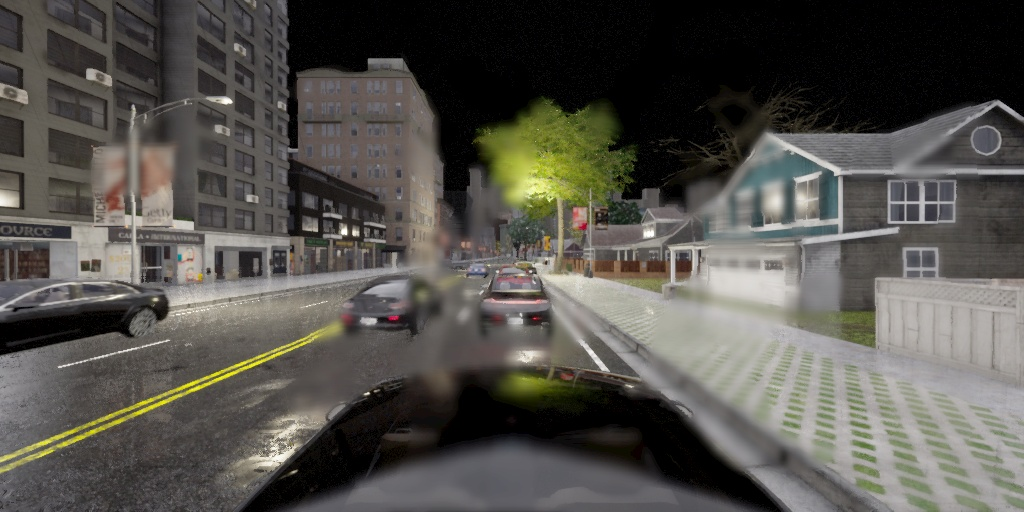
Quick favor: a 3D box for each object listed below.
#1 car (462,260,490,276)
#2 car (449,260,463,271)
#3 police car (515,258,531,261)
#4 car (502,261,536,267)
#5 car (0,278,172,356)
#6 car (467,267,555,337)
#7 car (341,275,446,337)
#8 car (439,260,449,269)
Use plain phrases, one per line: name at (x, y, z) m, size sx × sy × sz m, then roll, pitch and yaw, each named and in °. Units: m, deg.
car at (-3.118, 1.269, 33.805) m, size 2.033 × 1.411 × 5.357 m, roll 0°, pitch 0°, yaw 0°
car at (-6.554, 1.268, 46.541) m, size 1.994 × 1.385 × 4.181 m, roll 0°, pitch 0°, yaw 0°
police car at (1.003, 1.153, 29.563) m, size 1.930 × 1.638 × 5.238 m, roll 0°, pitch 0°, yaw 0°
car at (0.119, 1.217, 19.834) m, size 1.882 × 1.535 × 5.008 m, roll 0°, pitch 0°, yaw 0°
car at (-9.843, 1.240, 7.301) m, size 2.128 × 1.511 × 4.902 m, roll 0°, pitch 0°, yaw 0°
car at (0.111, 1.238, 10.330) m, size 2.128 × 1.511 × 4.902 m, roll 0°, pitch 0°, yaw 0°
car at (-3.140, 1.272, 10.199) m, size 1.812 × 1.442 × 4.674 m, roll 0°, pitch 0°, yaw 0°
car at (-9.789, 1.257, 54.810) m, size 1.994 × 1.385 × 4.181 m, roll 0°, pitch 0°, yaw 0°
